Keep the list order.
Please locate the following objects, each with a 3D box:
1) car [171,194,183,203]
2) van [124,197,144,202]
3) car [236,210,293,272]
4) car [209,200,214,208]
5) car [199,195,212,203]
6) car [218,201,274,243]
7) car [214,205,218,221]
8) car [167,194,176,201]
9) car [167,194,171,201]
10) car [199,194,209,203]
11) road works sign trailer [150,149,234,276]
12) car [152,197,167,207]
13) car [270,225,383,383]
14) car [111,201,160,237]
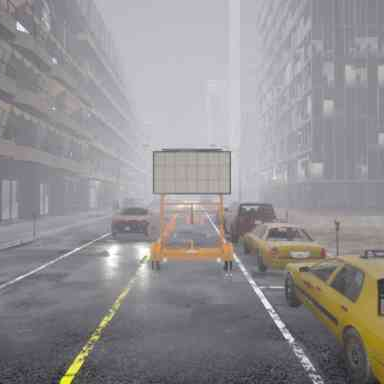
[{"bbox_3d":[-3.004,1.618,71.821,1.882,1.535,5.008,0,0,0],"label":"car"},{"bbox_3d":[-5.677,1.374,32.542,1.690,1.788,3.998,1,0,0],"label":"van"},{"bbox_3d":[2.702,1.532,10.621,1.752,1.417,4.829,1,0,0],"label":"car"},{"bbox_3d":[2.700,1.569,27.019,1.887,1.381,4.507,1,0,0],"label":"car"},{"bbox_3d":[2.697,1.668,60.155,1.947,1.339,4.313,1,0,0],"label":"car"},{"bbox_3d":[2.705,1.326,15.973,2.192,1.841,5.009,1,0,0],"label":"car"},{"bbox_3d":[2.701,1.583,21.495,1.947,1.339,4.313,1,0,0],"label":"car"},{"bbox_3d":[-5.683,1.545,93.294,2.192,1.841,5.009,1,0,0],"label":"car"},{"bbox_3d":[-5.685,1.725,82.247,1.887,1.381,4.507,1,0,0],"label":"car"},{"bbox_3d":[2.698,1.473,76.726,2.192,1.841,5.009,1,0,0],"label":"car"},{"bbox_3d":[0.000,0.471,10.325,2.380,3.560,2.880,0,0,0],"label":"road works sign trailer"},{"bbox_3d":[-5.683,1.666,54.633,1.802,1.307,4.206,1,0,0],"label":"car"},{"bbox_3d":[2.702,1.528,5.098,1.752,1.417,4.829,1,0,0],"label":"car"},{"bbox_3d":[-3.103,1.491,18.465,1.882,1.535,5.008,0,0,0],"label":"car"}]
